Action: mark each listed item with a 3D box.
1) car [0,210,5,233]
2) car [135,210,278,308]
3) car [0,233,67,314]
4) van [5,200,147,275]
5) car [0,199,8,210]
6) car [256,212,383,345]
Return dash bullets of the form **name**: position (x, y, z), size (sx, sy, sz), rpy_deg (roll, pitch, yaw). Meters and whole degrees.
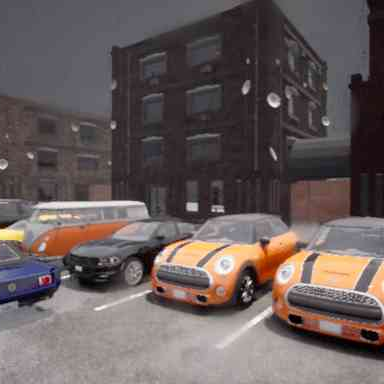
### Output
- **car**: position (-5.797, 1.563, 12.882), size (1.946, 1.575, 5.366), rpy_deg (-1, 0, 36)
- **car**: position (1.056, 1.380, 8.245), size (2.185, 1.767, 4.553), rpy_deg (-1, 0, 36)
- **car**: position (-4.864, 1.655, 6.860), size (4.718, 1.301, 1.895), rpy_deg (-1, 0, 36)
- **van**: position (-3.515, 1.319, 11.334), size (1.878, 1.987, 4.442), rpy_deg (-1, 0, 36)
- **car**: position (-7.916, 1.335, 14.661), size (2.435, 2.045, 5.566), rpy_deg (-1, 0, 36)
- **car**: position (3.298, 1.362, 6.641), size (2.185, 1.767, 4.553), rpy_deg (0, 0, 36)
